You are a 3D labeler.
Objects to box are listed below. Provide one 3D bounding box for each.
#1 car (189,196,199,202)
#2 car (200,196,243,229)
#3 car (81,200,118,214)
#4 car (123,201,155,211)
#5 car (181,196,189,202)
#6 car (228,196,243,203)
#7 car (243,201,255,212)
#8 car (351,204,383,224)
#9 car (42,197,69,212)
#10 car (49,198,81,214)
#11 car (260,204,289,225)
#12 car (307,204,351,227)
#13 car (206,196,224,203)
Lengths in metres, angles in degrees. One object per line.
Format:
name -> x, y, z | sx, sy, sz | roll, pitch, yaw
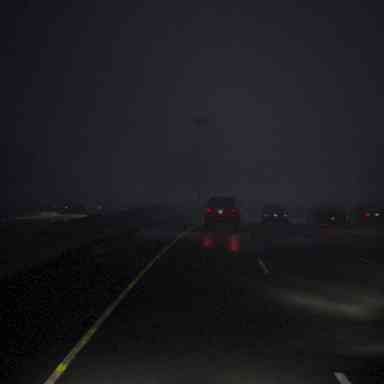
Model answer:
car -> 1.689, 1.699, 74.740 | 1.812, 1.442, 4.674 | 0, 0, 27
car -> 2.158, 1.285, 22.609 | 2.150, 2.045, 5.566 | 0, 0, 9
car -> -9.570, 1.598, 35.794 | 1.812, 1.442, 4.674 | 0, 0, 14
car -> -5.774, 1.684, 36.669 | 1.895, 1.301, 4.718 | 0, 0, 14
car -> -0.743, 1.684, 77.598 | 1.812, 1.442, 4.674 | 0, 0, 27
car -> 9.827, 1.610, 74.983 | 1.812, 1.442, 4.674 | 0, 0, 29
car -> 6.594, 1.722, 41.105 | 1.895, 1.301, 4.718 | 0, 0, 17
car -> 13.351, 1.643, 25.531 | 2.033, 1.411, 5.357 | 0, 0, 12
car -> -15.762, 1.421, 39.778 | 2.097, 1.767, 4.553 | 0, 0, 15
car -> -13.057, 1.667, 36.378 | 1.895, 1.301, 4.718 | 0, 0, 14
car -> 6.066, 1.625, 24.697 | 2.033, 1.411, 5.357 | 0, 0, 11
car -> 9.485, 1.560, 23.759 | 1.882, 1.535, 5.008 | 0, 0, 10
car -> 5.111, 1.703, 73.714 | 2.128, 1.511, 4.902 | 0, 0, 27
